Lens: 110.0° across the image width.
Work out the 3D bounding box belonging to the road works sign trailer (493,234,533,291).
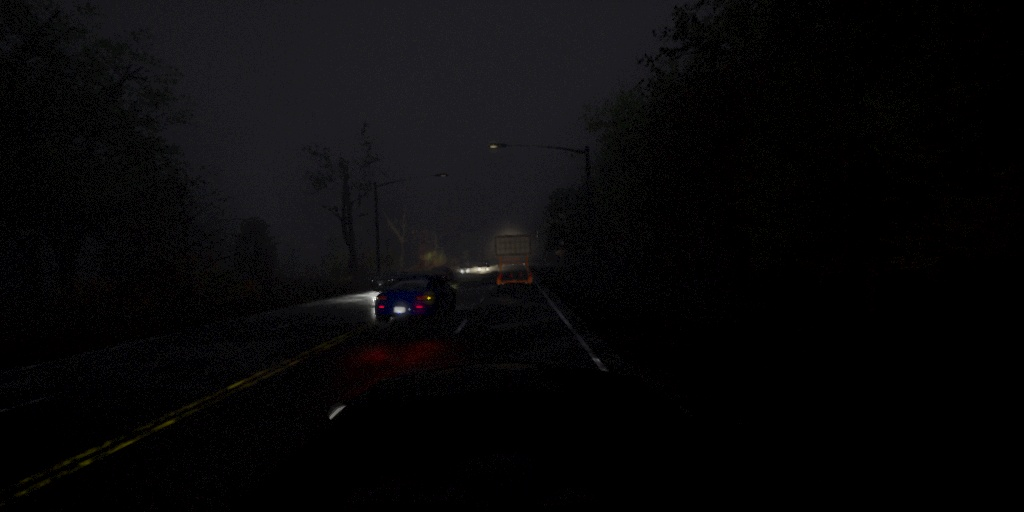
[{"bbox_3d":[0.204,0.352,23.968,2.380,3.560,2.880,0,0,1],"label":"road works sign trailer"}]

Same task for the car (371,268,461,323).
[{"bbox_3d":[-3.063,1.312,12.115,1.812,1.442,4.674,0,0,0],"label":"car"}]

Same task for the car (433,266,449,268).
[{"bbox_3d":[-6.354,1.672,31.696,1.882,1.535,5.008,-3,0,1],"label":"car"}]

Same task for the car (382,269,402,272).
[{"bbox_3d":[-9.638,1.827,28.747,2.128,1.511,4.902,-3,0,1],"label":"car"}]
